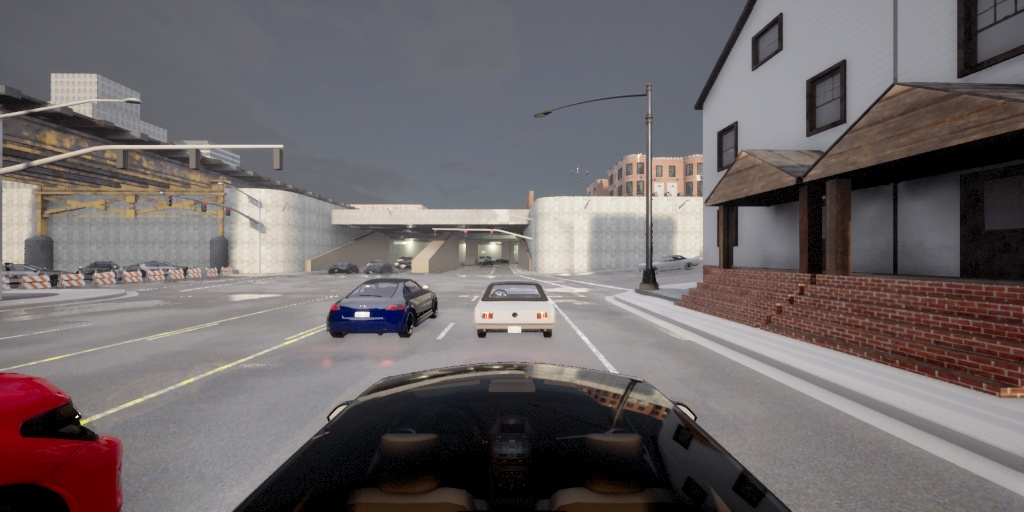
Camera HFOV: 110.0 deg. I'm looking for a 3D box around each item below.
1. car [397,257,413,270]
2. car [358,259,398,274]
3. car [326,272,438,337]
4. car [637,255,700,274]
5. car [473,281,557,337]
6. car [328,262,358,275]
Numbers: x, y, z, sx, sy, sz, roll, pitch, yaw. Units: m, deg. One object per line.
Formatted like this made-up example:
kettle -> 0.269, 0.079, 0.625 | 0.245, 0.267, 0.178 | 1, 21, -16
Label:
car -> -14.964, 1.241, 51.356 | 2.128, 1.511, 4.902 | 0, 0, -1
car -> -14.625, 1.297, 39.601 | 2.033, 1.411, 5.357 | 0, 0, -2
car -> -3.429, 1.314, 10.243 | 1.994, 1.385, 4.181 | 0, 0, 0
car -> 13.060, 0.665, 30.175 | 4.718, 1.301, 1.895 | -7, 0, 0
car -> 0.072, 1.351, 10.197 | 1.895, 1.301, 4.718 | 0, 0, 0
car -> -18.039, 1.314, 38.498 | 1.994, 1.385, 4.181 | 0, 0, -3
